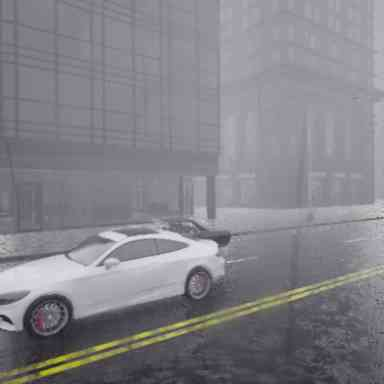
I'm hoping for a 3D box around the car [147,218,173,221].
[{"bbox_3d":[-1.026,1.554,10.925,4.718,1.301,1.895,-1,0,-36],"label":"car"}]

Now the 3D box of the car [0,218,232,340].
[{"bbox_3d":[-1.414,1.504,6.659,4.674,1.442,1.812,-1,1,-35],"label":"car"}]
